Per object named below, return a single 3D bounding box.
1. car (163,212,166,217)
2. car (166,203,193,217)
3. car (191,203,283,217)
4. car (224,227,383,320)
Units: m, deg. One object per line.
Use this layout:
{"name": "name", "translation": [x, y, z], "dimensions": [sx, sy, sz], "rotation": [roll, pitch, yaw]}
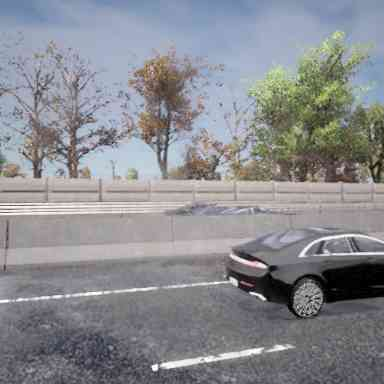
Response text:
{"name": "car", "translation": [0.268, 1.570, 24.827], "dimensions": [4.892, 1.490, 1.837], "rotation": [0, 0, -18]}
{"name": "car", "translation": [1.343, 1.606, 21.496], "dimensions": [5.357, 1.411, 2.033], "rotation": [0, 0, -18]}
{"name": "car", "translation": [2.724, 1.545, 18.264], "dimensions": [4.902, 1.511, 2.128], "rotation": [0, 0, -18]}
{"name": "car", "translation": [3.102, 1.516, 7.149], "dimensions": [4.902, 1.511, 2.128], "rotation": [0, 0, -18]}
